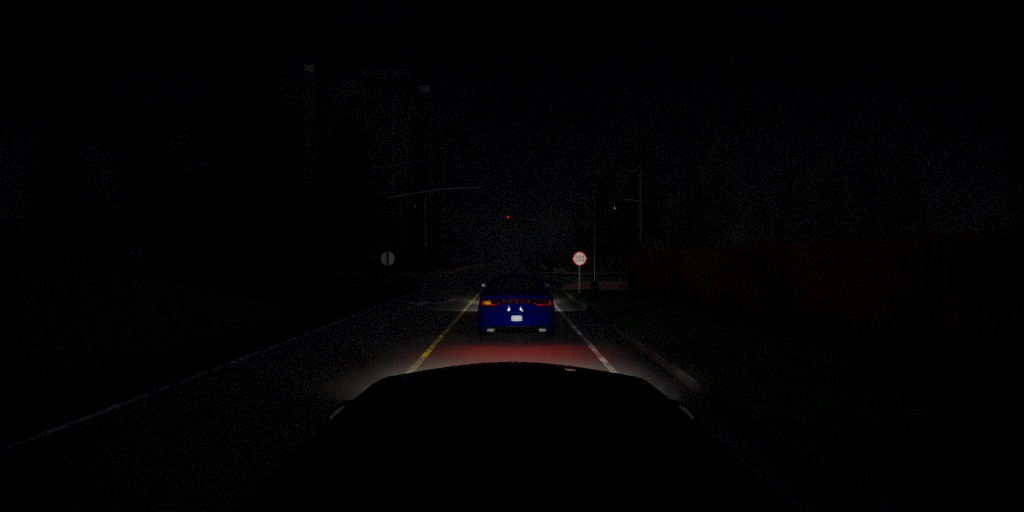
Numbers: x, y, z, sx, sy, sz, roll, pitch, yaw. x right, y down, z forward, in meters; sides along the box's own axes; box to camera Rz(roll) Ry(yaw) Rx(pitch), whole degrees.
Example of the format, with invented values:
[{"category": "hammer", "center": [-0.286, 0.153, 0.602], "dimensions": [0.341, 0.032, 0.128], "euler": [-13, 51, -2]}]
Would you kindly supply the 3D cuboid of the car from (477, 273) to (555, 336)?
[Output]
[{"category": "car", "center": [0.098, 1.228, 10.415], "dimensions": [1.882, 1.535, 5.008], "euler": [0, 0, 0]}]
